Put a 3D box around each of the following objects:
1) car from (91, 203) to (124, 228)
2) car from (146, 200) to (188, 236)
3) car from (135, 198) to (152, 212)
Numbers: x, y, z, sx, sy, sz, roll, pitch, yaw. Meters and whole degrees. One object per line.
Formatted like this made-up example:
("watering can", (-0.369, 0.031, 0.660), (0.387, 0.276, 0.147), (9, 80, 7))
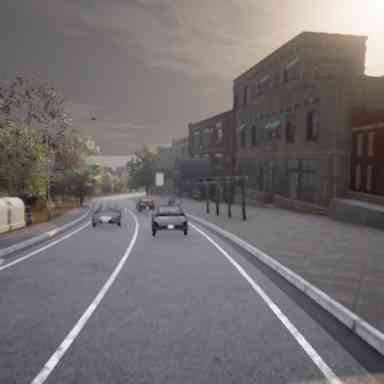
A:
("car", (-5.708, 1.517, 22.813), (2.128, 1.511, 4.902), (-1, 0, -10))
("car", (-1.328, 1.452, 18.367), (2.128, 1.511, 4.902), (-1, 0, -7))
("car", (-5.400, 1.466, 38.348), (1.837, 1.490, 4.892), (-2, 0, -14))
